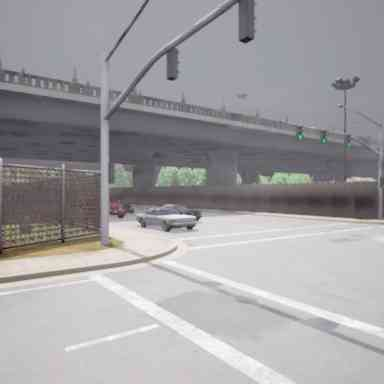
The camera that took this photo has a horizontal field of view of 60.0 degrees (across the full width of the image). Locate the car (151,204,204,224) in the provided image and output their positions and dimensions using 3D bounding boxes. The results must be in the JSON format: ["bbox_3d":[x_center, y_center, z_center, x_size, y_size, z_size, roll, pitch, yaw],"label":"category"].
[{"bbox_3d":[-1.263,1.668,26.377,1.895,1.301,4.718,0,0,-36],"label":"car"}]

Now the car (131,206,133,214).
[{"bbox_3d":[-7.767,1.631,35.484,1.994,1.385,4.181,0,0,-36],"label":"car"}]

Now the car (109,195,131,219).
[{"bbox_3d":[-7.871,1.285,29.605,2.150,2.045,5.566,0,0,-36],"label":"car"}]

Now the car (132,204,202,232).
[{"bbox_3d":[-1.691,1.665,20.956,1.895,1.301,4.718,0,0,-36],"label":"car"}]
